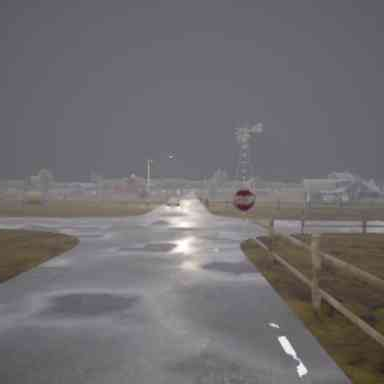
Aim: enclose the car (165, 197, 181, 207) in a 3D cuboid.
[{"bbox_3d":[-2.762,1.509,49.287,1.812,1.442,4.674,0,1,0],"label":"car"}]
